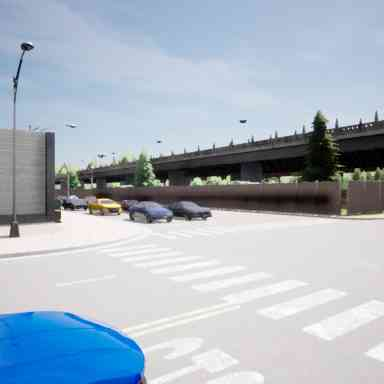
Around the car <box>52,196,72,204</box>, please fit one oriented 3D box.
[{"bbox_3d":[-23.258,1.402,59.246,2.033,1.411,5.357,0,0,-36],"label":"car"}]

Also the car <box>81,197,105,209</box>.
[{"bbox_3d":[-13.679,1.469,45.722,1.812,1.442,4.674,0,0,-35],"label":"car"}]

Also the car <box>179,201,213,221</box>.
[{"bbox_3d":[-0.607,1.491,27.380,2.033,1.411,5.357,0,0,-36],"label":"car"}]

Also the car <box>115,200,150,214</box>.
[{"bbox_3d":[-6.442,1.544,35.554,1.895,1.301,4.718,0,0,-36],"label":"car"}]

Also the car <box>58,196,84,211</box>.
[{"bbox_3d":[-14.270,1.491,40.495,2.033,1.411,5.357,0,0,-35],"label":"car"}]

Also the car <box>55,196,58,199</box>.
[{"bbox_3d":[-20.053,1.508,48.619,1.994,1.385,4.181,0,0,-35],"label":"car"}]

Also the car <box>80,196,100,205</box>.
[{"bbox_3d":[-17.819,1.421,57.828,1.882,1.535,5.008,0,0,-36],"label":"car"}]

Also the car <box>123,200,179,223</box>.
[{"bbox_3d":[-3.209,1.469,25.009,1.812,1.442,4.674,0,0,-36],"label":"car"}]

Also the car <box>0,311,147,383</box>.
[{"bbox_3d":[-2.633,1.478,1.896,5.008,1.535,1.882,0,0,-36],"label":"car"}]

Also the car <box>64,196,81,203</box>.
[{"bbox_3d":[-23.745,1.467,65.948,1.812,1.442,4.674,0,0,-36],"label":"car"}]

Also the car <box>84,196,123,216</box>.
[{"bbox_3d":[-8.575,1.421,32.515,1.882,1.535,5.008,0,0,-36],"label":"car"}]
